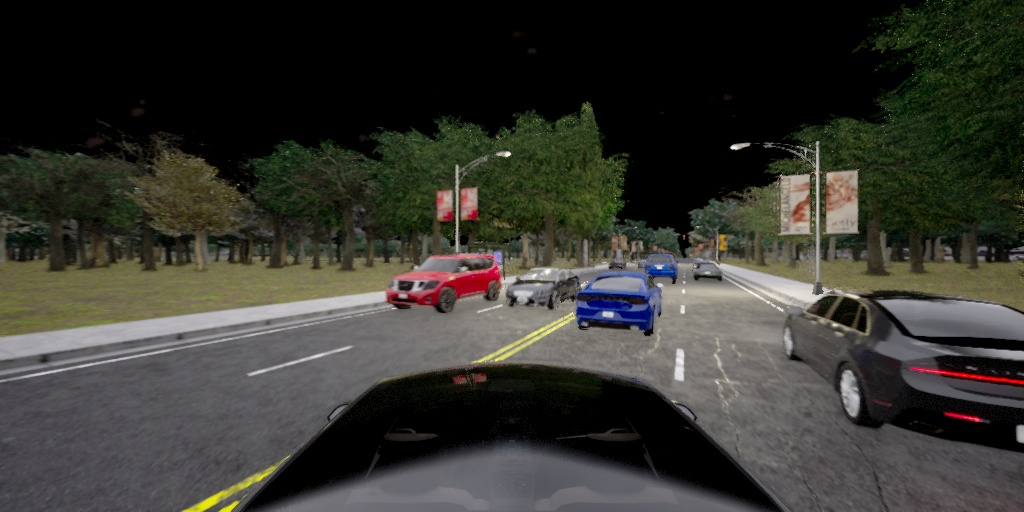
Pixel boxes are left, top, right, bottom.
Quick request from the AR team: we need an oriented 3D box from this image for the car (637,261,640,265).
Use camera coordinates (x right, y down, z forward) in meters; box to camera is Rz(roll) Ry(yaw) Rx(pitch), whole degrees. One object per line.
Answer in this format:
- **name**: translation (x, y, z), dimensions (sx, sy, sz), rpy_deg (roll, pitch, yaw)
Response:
- **car**: translation (18.953, 1.169, 50.856), dimensions (1.812, 1.442, 4.674), rpy_deg (0, 0, 26)

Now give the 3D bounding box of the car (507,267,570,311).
- **car**: translation (1.416, 1.217, 14.595), dimensions (2.128, 1.511, 4.902), rpy_deg (0, 0, 26)

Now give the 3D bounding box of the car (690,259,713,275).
- **car**: translation (20.715, 1.151, 39.329), dimensions (2.128, 1.511, 4.902), rpy_deg (0, 0, 26)

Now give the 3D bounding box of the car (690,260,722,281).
- **car**: translation (15.887, 1.245, 29.248), dimensions (1.994, 1.385, 4.181), rpy_deg (0, 0, 26)

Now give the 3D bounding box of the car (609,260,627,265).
- **car**: translation (14.617, 1.198, 49.378), dimensions (2.033, 1.411, 5.357), rpy_deg (0, 0, 26)

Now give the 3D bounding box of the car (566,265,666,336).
- **car**: translation (3.317, 1.207, 10.601), dimensions (1.882, 1.535, 5.008), rpy_deg (0, 0, 26)

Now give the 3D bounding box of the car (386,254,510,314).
- **car**: translation (-2.374, 0.953, 14.224), dimensions (2.150, 2.045, 5.566), rpy_deg (0, 0, 26)

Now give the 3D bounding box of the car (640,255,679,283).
- **car**: translation (11.467, 0.911, 27.473), dimensions (2.150, 2.045, 5.566), rpy_deg (0, 0, 26)

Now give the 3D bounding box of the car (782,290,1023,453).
- **car**: translation (5.439, 1.241, 5.135), dimensions (1.837, 1.490, 4.892), rpy_deg (0, 0, 26)
